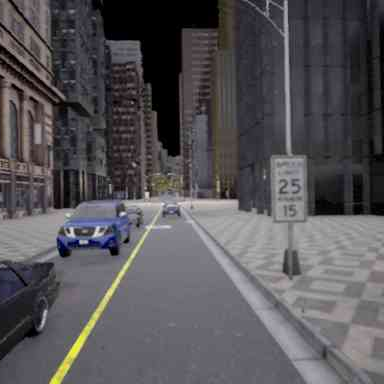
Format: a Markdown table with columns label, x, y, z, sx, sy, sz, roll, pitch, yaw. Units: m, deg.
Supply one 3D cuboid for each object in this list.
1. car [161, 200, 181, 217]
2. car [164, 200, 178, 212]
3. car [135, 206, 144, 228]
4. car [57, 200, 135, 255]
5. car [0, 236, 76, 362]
| label | x | y | z | sx | sy | sz | roll | pitch | yaw |
| --- | --- | --- | --- | --- | --- | --- | --- | --- | --- |
| car | -2.177 | 1.847 | 35.167 | 1.812 | 1.442 | 4.674 | -1 | -1 | -4 |
| car | -3.034 | 1.909 | 47.685 | 1.882 | 1.535 | 5.008 | -1 | 0 | -3 |
| car | -4.639 | 1.780 | 24.779 | 2.128 | 1.511 | 4.902 | -1 | 0 | -4 |
| car | -3.960 | 1.415 | 14.355 | 2.150 | 2.045 | 5.566 | -1 | 0 | -4 |
| car | -3.277 | 1.646 | 4.095 | 2.033 | 1.411 | 5.357 | -1 | 0 | -4 |
